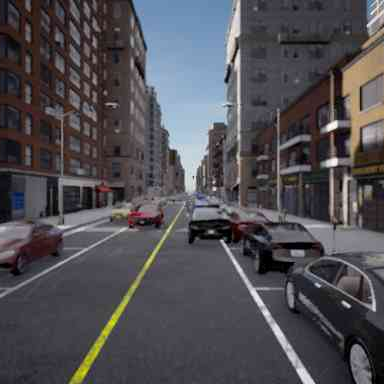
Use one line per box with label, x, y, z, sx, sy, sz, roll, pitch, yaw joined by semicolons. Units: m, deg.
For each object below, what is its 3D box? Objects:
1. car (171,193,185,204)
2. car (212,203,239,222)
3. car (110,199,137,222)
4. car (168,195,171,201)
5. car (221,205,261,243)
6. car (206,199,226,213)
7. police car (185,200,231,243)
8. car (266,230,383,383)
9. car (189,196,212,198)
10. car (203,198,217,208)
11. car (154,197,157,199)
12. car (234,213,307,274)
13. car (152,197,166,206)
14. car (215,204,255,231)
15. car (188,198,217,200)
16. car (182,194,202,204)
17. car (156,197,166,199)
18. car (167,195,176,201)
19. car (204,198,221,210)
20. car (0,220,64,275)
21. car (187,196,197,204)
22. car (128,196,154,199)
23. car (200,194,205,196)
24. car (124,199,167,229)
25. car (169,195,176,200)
car;-2.752;1.433;63.790;1.837;1.490;4.892;0;0;0
car;2.637;1.586;26.942;1.802;1.307;4.206;0;0;0
car;-5.384;1.529;26.767;1.752;1.417;4.829;0;0;0
car;-5.390;1.565;60.046;2.008;1.369;4.403;0;0;0
car;2.637;1.545;15.904;1.887;1.381;4.507;0;0;0
car;2.636;1.558;37.980;2.008;1.369;4.403;0;0;0
police car;0.729;1.426;16.175;1.930;1.638;5.238;0;0;-1
car;2.638;1.549;4.867;2.008;1.369;4.403;0;0;0
car;0.824;1.483;32.084;1.882;1.535;5.008;0;0;0
car;2.636;1.593;49.017;1.802;1.307;4.206;0;0;0
car;-5.389;1.589;37.972;1.802;1.307;4.206;0;0;0
car;2.638;1.565;10.385;1.947;1.339;4.313;0;0;0
car;-5.390;1.538;54.357;1.752;1.417;4.829;0;0;0
car;2.637;1.553;21.423;2.008;1.369;4.403;0;0;0
car;0.825;1.482;26.084;1.882;1.535;5.008;0;0;0
car;-0.002;1.503;51.480;2.128;1.511;4.902;0;0;0
car;-5.389;1.451;49.010;1.967;1.590;4.097;0;0;0
car;-5.391;1.572;87.127;2.008;1.369;4.403;0;0;0
car;2.636;1.560;43.498;2.008;1.369;4.403;0;0;0
car;-5.387;1.581;10.381;1.802;1.307;4.206;0;0;0
car;-0.002;1.578;66.784;2.033;1.411;5.357;0;0;0
car;-5.389;1.320;32.454;2.192;1.841;5.009;0;0;0
car;2.636;1.453;54.536;1.967;1.590;4.097;0;0;0
car;-2.849;1.479;21.617;1.882;1.535;5.008;0;0;0
car;-5.391;1.567;92.809;1.887;1.381;4.507;0;0;0
